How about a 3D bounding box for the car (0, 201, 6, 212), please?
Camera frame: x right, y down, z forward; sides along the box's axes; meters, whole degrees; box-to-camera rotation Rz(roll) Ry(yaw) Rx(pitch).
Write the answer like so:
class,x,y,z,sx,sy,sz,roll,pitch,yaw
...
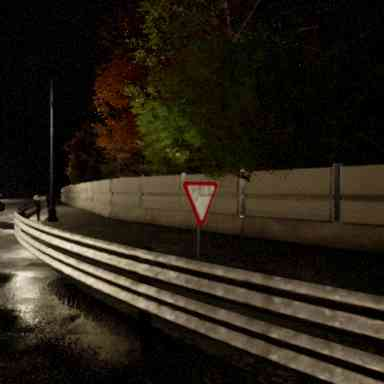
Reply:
class,x,y,z,sx,sy,sz,roll,pitch,yaw
car,-20.058,1.417,33.371,1.994,1.385,4.181,0,0,-21
